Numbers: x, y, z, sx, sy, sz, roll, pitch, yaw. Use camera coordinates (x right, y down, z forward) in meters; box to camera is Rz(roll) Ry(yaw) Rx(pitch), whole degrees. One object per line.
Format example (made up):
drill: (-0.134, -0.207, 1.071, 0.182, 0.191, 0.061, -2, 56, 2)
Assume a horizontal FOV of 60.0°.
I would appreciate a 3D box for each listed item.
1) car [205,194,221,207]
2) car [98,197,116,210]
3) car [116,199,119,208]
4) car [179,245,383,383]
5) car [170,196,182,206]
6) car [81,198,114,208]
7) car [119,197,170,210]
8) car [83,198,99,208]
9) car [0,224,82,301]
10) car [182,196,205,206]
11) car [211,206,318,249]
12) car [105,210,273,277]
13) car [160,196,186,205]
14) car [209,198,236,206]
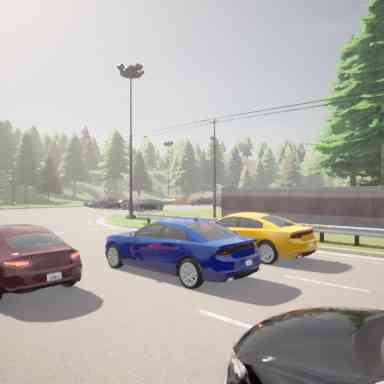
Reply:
car: (4.614, 1.491, 48.492, 2.128, 1.511, 4.902, 0, 0, 43)
car: (-9.398, 1.601, 43.621, 1.895, 1.301, 4.718, 0, 0, 43)
car: (-6.700, 1.526, 41.383, 1.812, 1.442, 4.674, 0, 0, 43)
car: (2.422, 1.492, 1.981, 4.902, 1.511, 2.128, 0, 0, 42)
car: (-2.090, 1.478, 56.717, 1.882, 1.535, 5.008, 0, 0, 43)
car: (-13.876, 1.564, 49.090, 1.994, 1.385, 4.181, 0, 0, 43)
car: (-5.296, 1.492, 37.742, 2.128, 1.511, 4.902, 0, 0, 43)
car: (-11.999, 1.492, 45.963, 2.128, 1.511, 4.902, 0, 0, 43)
car: (-4.448, 1.526, 8.200, 4.674, 1.442, 1.812, 0, 0, 42)
car: (1.186, 1.491, 55.104, 2.128, 1.511, 4.902, 0, 0, 43)
car: (1.853, 1.478, 11.920, 5.008, 1.535, 1.882, 0, 0, 43)
car: (-0.507, 1.478, 9.336, 5.008, 1.535, 1.882, 0, 0, 43)
car: (-3.387, 1.526, 60.458, 1.812, 1.442, 4.674, 0, 0, 43)
car: (4.968, 1.601, 54.036, 1.895, 1.301, 4.718, 0, 0, 43)
